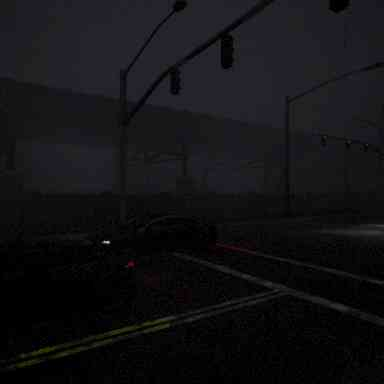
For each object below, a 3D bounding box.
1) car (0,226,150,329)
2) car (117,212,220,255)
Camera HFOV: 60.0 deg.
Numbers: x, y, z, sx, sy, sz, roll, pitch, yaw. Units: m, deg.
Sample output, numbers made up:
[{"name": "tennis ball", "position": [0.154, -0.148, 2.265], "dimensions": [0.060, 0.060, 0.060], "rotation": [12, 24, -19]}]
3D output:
[{"name": "car", "position": [-3.136, 1.564, 6.057], "dimensions": [4.181, 1.385, 1.994], "rotation": [0, 0, -35]}, {"name": "car", "position": [-1.279, 1.491, 11.667], "dimensions": [4.902, 1.511, 2.128], "rotation": [0, 0, -35]}]
